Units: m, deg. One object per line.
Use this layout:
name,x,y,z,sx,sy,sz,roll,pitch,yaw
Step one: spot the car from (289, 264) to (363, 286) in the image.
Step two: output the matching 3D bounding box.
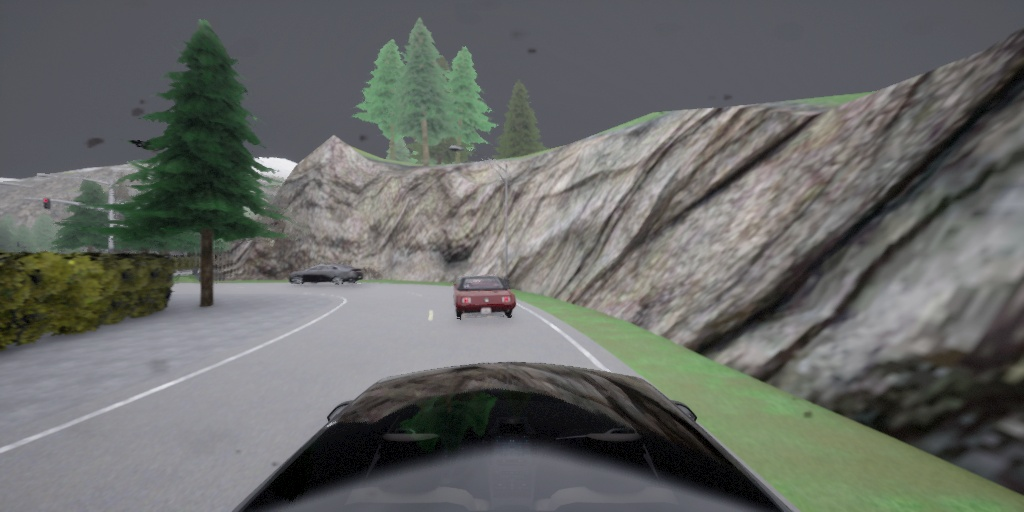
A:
car,-12.834,1.271,24.786,4.902,1.511,2.128,0,0,6

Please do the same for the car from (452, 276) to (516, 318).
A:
car,-1.186,1.362,13.031,1.895,1.301,4.718,0,0,-11
